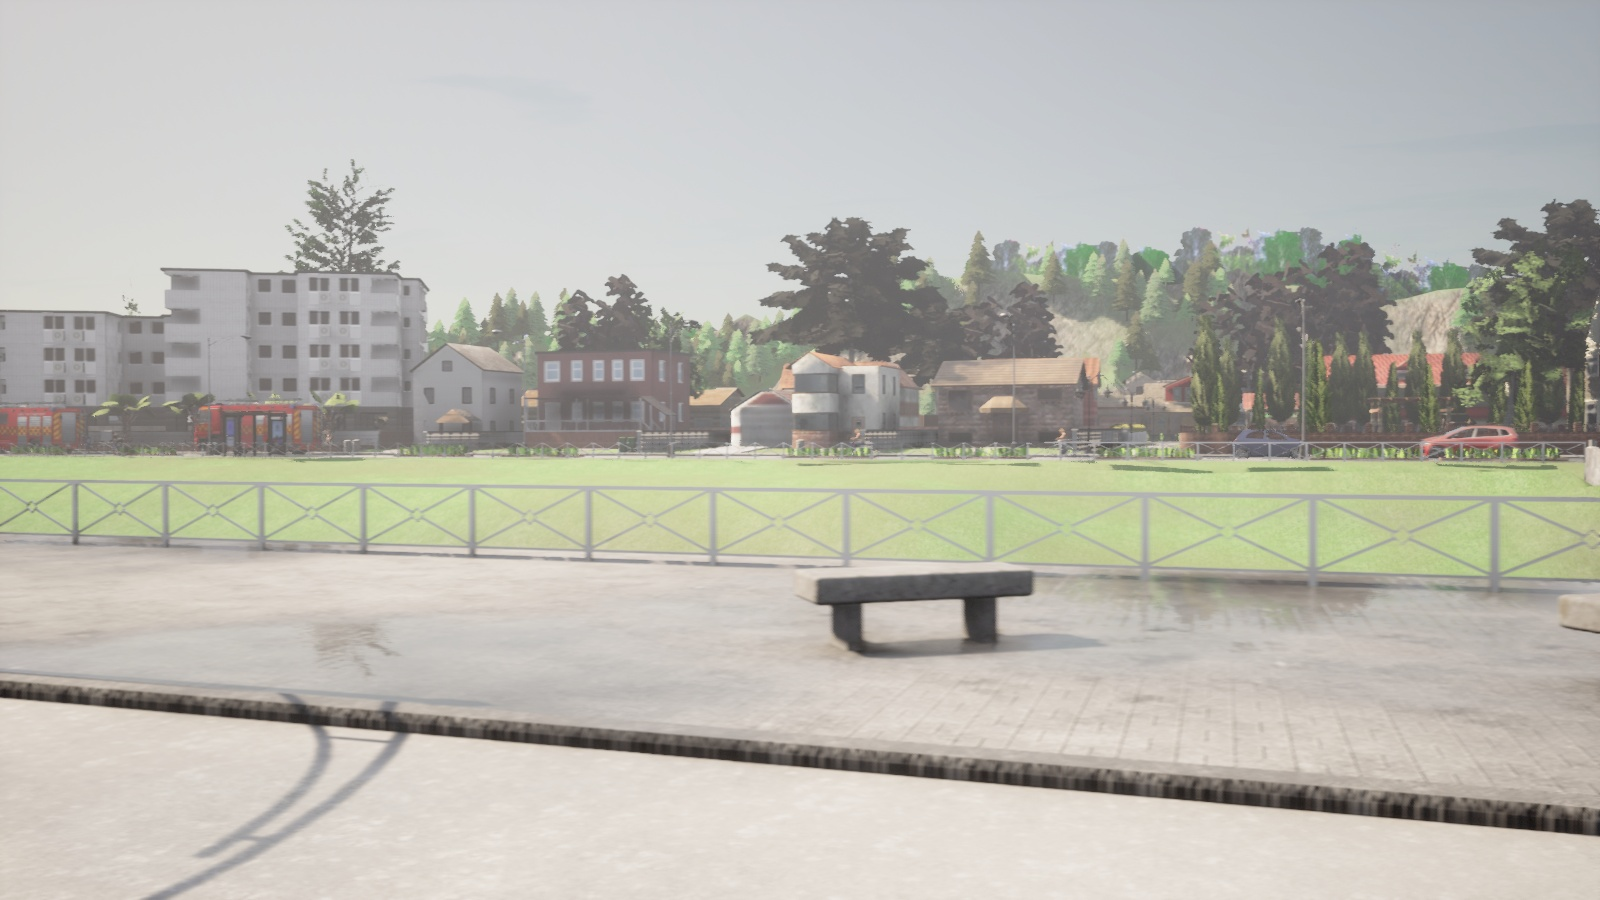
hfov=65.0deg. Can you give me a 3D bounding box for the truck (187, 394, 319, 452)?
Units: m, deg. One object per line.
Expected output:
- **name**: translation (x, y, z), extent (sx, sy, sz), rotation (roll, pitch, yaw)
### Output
- **truck**: translation (-37.243, -1.848, 85.545), extent (8.468, 3.827, 2.891), rotation (1, 1, 19)

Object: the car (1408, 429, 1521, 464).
- **car**: translation (32.741, -0.199, 61.999), extent (4.611, 1.667, 2.242), rotation (1, 1, 19)

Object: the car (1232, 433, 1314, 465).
- **car**: translation (22.955, -0.051, 61.075), extent (3.633, 1.501, 1.845), rotation (1, 1, 19)
